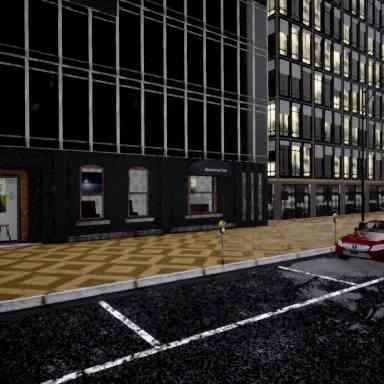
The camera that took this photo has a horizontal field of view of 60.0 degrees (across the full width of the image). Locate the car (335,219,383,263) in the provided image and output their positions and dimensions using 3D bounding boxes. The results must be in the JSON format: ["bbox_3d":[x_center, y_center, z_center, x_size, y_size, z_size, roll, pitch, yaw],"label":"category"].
[{"bbox_3d":[6.595,1.580,11.242,4.206,1.307,1.802,0,0,-35],"label":"car"}]
